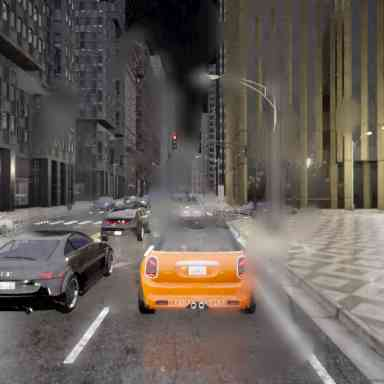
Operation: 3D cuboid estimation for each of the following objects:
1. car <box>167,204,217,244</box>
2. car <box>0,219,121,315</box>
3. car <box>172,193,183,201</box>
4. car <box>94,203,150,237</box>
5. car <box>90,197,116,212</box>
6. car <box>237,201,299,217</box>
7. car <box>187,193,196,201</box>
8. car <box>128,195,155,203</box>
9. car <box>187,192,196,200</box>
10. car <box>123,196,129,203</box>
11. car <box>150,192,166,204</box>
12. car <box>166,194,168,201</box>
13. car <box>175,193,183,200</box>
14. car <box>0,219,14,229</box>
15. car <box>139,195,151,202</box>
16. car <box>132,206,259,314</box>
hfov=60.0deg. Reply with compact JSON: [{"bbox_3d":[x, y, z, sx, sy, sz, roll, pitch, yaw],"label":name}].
[{"bbox_3d":[0.015,1.480,16.770,2.128,1.511,4.902,0,0,1],"label":"car"},{"bbox_3d":[-3.164,1.562,7.667,1.994,1.385,4.181,0,0,0],"label":"car"},{"bbox_3d":[-3.327,1.176,74.279,2.097,1.767,4.553,0,0,0],"label":"car"},{"bbox_3d":[-3.165,1.494,16.563,1.837,1.490,4.892,0,0,0],"label":"car"},{"bbox_3d":[-9.889,1.303,37.317,2.097,1.767,4.553,0,0,0],"label":"car"},{"bbox_3d":[6.277,1.459,28.589,5.357,1.411,2.033,0,0,-1],"label":"car"},{"bbox_3d":[-0.077,1.345,74.313,1.812,1.442,4.674,0,0,0],"label":"car"},{"bbox_3d":[-6.646,1.478,44.279,2.033,1.411,5.357,0,0,0],"label":"car"},{"bbox_3d":[-0.088,0.982,84.287,2.097,1.767,4.553,0,0,0],"label":"car"},{"bbox_3d":[-9.897,1.392,53.969,2.128,1.511,4.902,0,0,0],"label":"car"},{"bbox_3d":[-6.615,1.096,60.786,2.150,2.045,5.566,0,0,2],"label":"car"},{"bbox_3d":[-6.581,1.164,76.503,2.097,1.767,4.553,0,0,0],"label":"car"},{"bbox_3d":[-3.338,1.126,84.315,1.837,1.490,4.892,0,0,0],"label":"car"},{"bbox_3d":[-9.865,1.592,14.422,1.895,1.301,4.718,0,0,0],"label":"car"},{"bbox_3d":[-9.823,1.346,69.371,1.837,1.490,4.892,0,0,0],"label":"car"},{"bbox_3d":[0.096,1.350,7.764,2.097,1.767,4.553,0,0,0],"label":"car"}]
